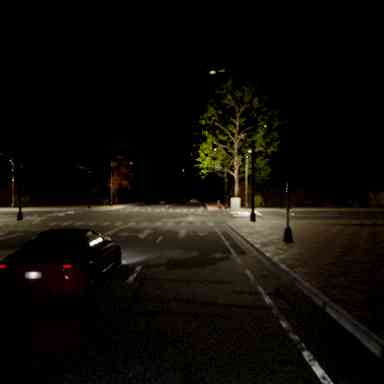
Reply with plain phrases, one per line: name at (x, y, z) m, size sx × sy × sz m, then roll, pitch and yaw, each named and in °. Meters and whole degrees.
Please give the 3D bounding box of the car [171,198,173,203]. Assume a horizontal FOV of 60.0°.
car at (-5.957, 2.165, 87.932) m, size 2.033 × 1.411 × 5.357 m, roll 0°, pitch 0°, yaw 1°

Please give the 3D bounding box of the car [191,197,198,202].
car at (0.660, 2.211, 95.096) m, size 1.994 × 1.385 × 4.181 m, roll 0°, pitch 0°, yaw 1°

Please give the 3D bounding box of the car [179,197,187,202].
car at (-2.590, 2.183, 95.148) m, size 2.128 × 1.511 × 4.902 m, roll 0°, pitch 0°, yaw 1°

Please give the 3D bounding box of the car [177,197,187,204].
car at (-2.758, 2.224, 84.730) m, size 2.033 × 1.411 × 5.357 m, roll 0°, pitch 0°, yaw 1°

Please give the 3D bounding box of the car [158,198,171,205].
car at (-6.208, 2.122, 72.325) m, size 1.812 × 1.442 × 4.674 m, roll 0°, pitch 0°, yaw 1°

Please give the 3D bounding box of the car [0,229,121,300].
car at (-3.159, 1.640, 8.617) m, size 1.994 × 1.385 × 4.181 m, roll 0°, pitch -1°, yaw 0°

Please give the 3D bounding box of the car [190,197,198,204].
car at (0.498, 2.282, 85.091) m, size 1.895 × 1.301 × 4.718 m, roll 0°, pitch 0°, yaw 1°
